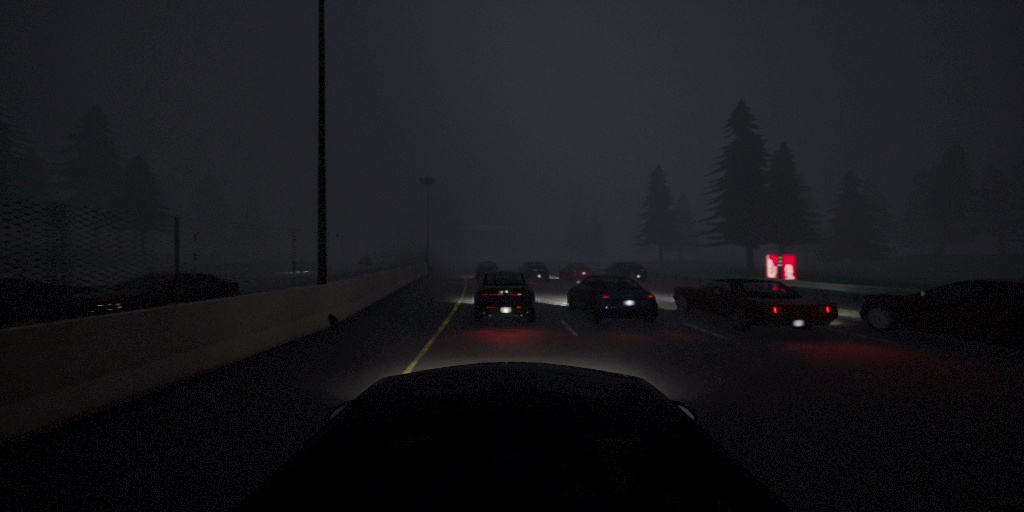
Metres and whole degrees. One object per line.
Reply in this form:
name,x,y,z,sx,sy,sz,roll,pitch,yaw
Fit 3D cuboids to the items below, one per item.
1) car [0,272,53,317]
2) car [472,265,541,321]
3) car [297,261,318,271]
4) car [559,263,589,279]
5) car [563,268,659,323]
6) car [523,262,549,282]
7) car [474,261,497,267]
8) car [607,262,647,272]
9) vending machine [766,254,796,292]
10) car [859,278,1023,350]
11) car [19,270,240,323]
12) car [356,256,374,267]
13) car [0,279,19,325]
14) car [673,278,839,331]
car,-17.805,1.313,10.482,2.033,1.411,5.357,0,0,-2
car,-0.305,1.235,12.348,1.837,1.490,4.892,0,0,-3
car,-27.284,1.323,48.373,2.033,1.411,5.357,0,0,-15
car,5.126,1.250,28.914,1.994,1.385,4.181,0,0,-8
car,3.205,1.287,12.116,1.994,1.385,4.181,0,0,-3
car,1.656,1.198,28.526,1.837,1.490,4.892,0,0,-8
car,-2.106,1.175,30.219,1.882,1.535,5.008,0,0,-8
car,8.770,1.186,28.112,1.837,1.490,4.892,0,0,-7
vending machine,14.705,0.883,19.626,1.100,2.100,0.880,0,0,-5
car,10.412,1.197,7.640,1.882,1.535,5.008,0,0,-2
car,-10.908,1.229,11.126,1.882,1.535,5.008,0,0,-2
car,-20.526,0.806,50.192,1.837,1.490,4.892,0,0,-15
car,-14.236,1.309,9.240,2.033,1.411,5.357,0,0,-2
car,6.804,1.320,10.846,1.895,1.301,4.718,0,0,-2
